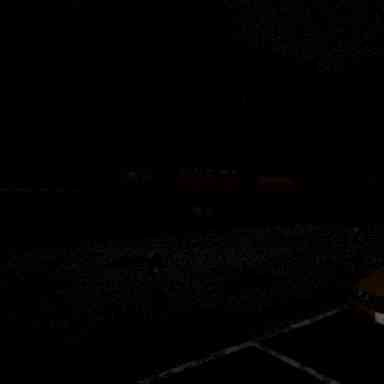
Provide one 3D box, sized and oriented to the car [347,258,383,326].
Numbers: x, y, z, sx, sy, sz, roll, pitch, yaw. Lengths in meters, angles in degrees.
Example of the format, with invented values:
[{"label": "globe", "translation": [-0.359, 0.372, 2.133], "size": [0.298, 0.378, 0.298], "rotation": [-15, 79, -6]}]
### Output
[{"label": "car", "translation": [4.757, 1.527, 6.189], "size": [4.829, 1.417, 1.752], "rotation": [0, 1, -35]}]
